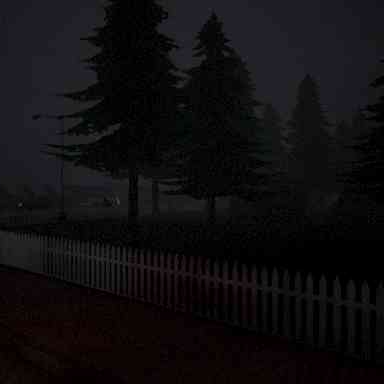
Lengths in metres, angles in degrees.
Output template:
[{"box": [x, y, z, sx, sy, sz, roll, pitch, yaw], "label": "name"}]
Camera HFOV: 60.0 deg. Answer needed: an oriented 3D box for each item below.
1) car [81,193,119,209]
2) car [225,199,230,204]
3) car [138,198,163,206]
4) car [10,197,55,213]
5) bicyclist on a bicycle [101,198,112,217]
[{"box": [-12.537, 1.221, 45.704, 2.150, 2.045, 5.566, 0, 0, 34], "label": "car"}, {"box": [4.292, 1.221, 51.455, 2.150, 2.045, 5.566, 0, 0, 34], "label": "car"}, {"box": [-6.801, 1.491, 54.093, 2.128, 1.511, 4.902, 0, 0, 35], "label": "car"}, {"box": [-18.032, 1.352, 37.629, 2.097, 1.767, 4.553, 0, 0, 34], "label": "car"}, {"box": [-7.176, 1.302, 27.836, 1.656, 1.620, 0.582, 0, 0, 34], "label": "bicyclist on a bicycle"}]
